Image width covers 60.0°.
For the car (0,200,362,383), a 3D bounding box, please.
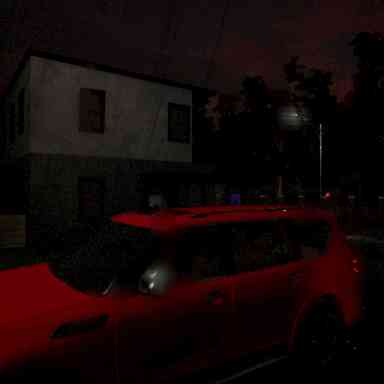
[{"bbox_3d":[-0.218,1.222,4.164,5.566,2.045,2.150,0,0,-32],"label":"car"}]
